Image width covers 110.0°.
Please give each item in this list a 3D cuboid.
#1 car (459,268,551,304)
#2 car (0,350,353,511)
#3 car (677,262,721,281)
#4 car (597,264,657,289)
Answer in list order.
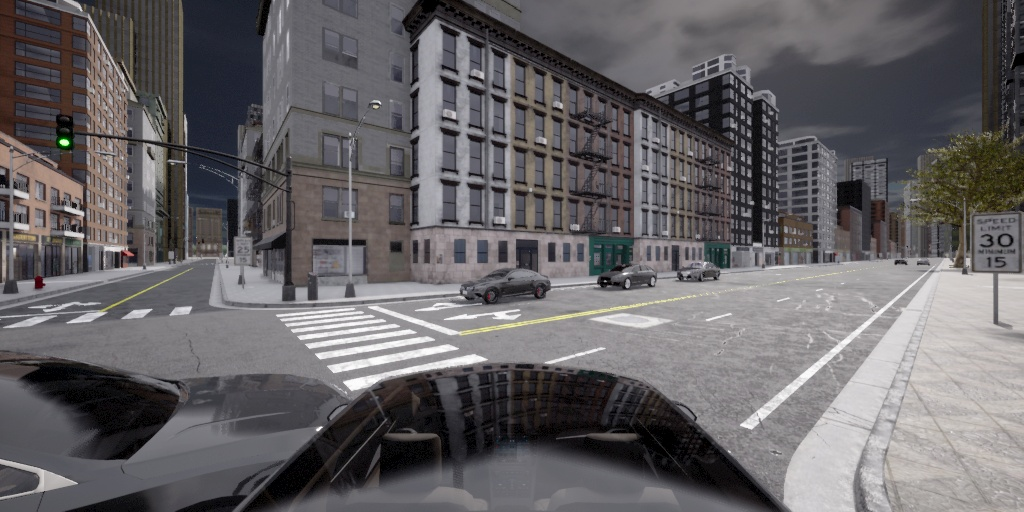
[{"bbox_3d":[-0.194,1.285,16.647,4.674,1.442,1.812,0,0,-40],"label":"car"},{"bbox_3d":[-3.239,1.257,1.646,4.892,1.490,1.837,0,0,-35],"label":"car"},{"bbox_3d":[15.389,1.233,29.486,4.902,1.511,2.128,0,0,-39],"label":"car"},{"bbox_3d":[7.440,1.256,22.942,4.892,1.490,1.837,0,0,-39],"label":"car"}]
